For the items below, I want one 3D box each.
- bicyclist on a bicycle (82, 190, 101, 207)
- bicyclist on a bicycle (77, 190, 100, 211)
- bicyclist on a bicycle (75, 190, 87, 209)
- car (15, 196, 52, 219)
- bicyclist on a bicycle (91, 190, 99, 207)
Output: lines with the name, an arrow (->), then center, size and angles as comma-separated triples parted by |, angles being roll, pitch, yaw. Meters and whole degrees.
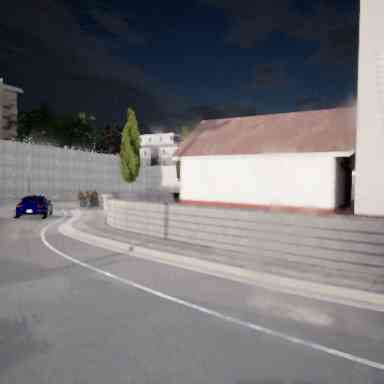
bicyclist on a bicycle -> -9.547, 0.630, 31.635 | 1.656, 1.620, 0.582 | 1, 1, -3
bicyclist on a bicycle -> -8.456, 0.718, 27.212 | 0.582, 1.620, 1.656 | 2, 1, 40
bicyclist on a bicycle -> -10.186, 0.694, 30.510 | 0.582, 1.620, 1.656 | -5, -3, -29
car -> -10.656, 0.962, 22.580 | 1.812, 1.442, 4.674 | 1, 1, -17
bicyclist on a bicycle -> -9.473, 0.619, 32.480 | 0.582, 1.620, 1.656 | 1, 1, -23
